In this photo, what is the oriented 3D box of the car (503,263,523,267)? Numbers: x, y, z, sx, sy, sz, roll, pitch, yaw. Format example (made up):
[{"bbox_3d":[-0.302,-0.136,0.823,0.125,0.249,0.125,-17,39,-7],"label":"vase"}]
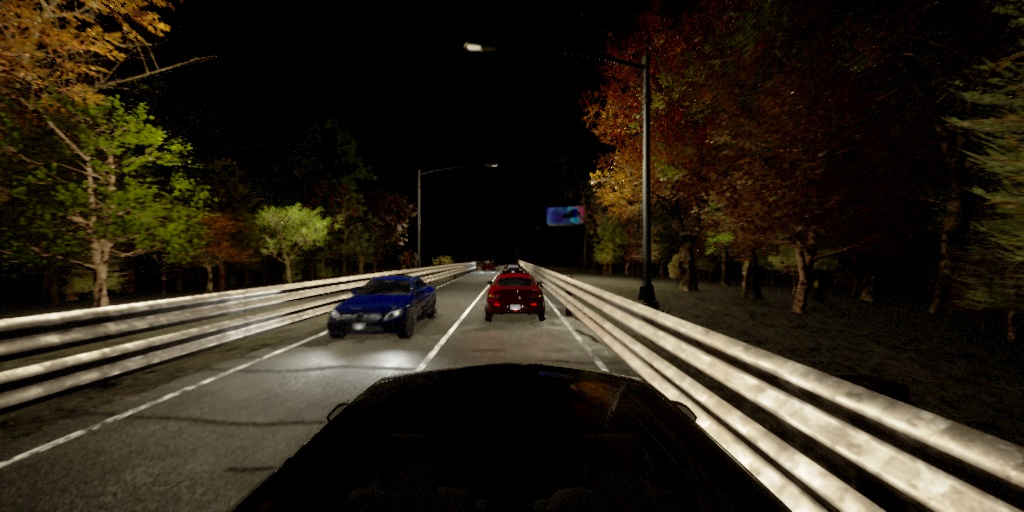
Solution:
[{"bbox_3d":[0.100,1.405,34.722,1.994,1.385,4.181,0,0,0],"label":"car"}]

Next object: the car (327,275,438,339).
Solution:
[{"bbox_3d":[-3.348,1.283,10.181,1.812,1.442,4.674,0,0,0],"label":"car"}]

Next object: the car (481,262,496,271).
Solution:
[{"bbox_3d":[-3.342,1.500,51.045,1.895,1.301,4.718,0,0,0],"label":"car"}]

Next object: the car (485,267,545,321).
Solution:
[{"bbox_3d":[0.099,1.289,12.455,1.812,1.442,4.674,0,0,0],"label":"car"}]
